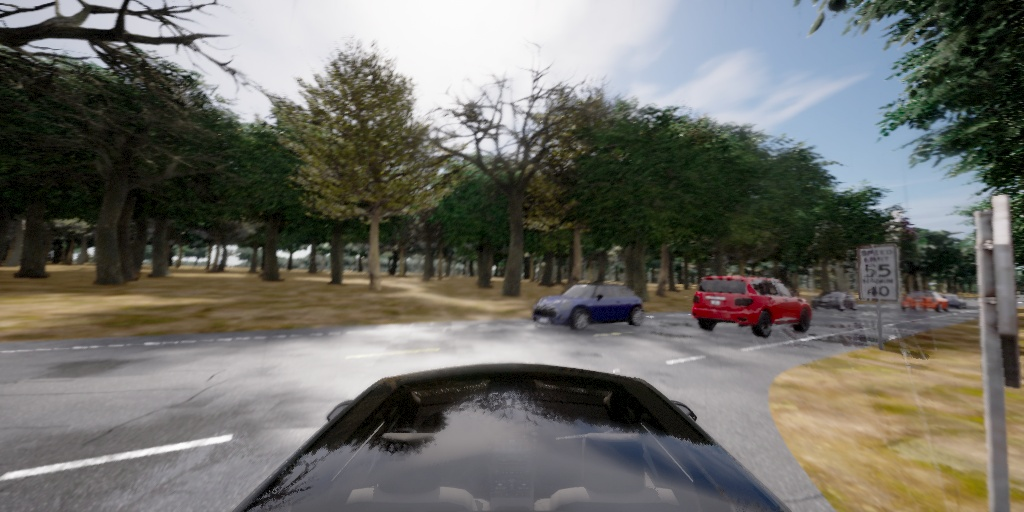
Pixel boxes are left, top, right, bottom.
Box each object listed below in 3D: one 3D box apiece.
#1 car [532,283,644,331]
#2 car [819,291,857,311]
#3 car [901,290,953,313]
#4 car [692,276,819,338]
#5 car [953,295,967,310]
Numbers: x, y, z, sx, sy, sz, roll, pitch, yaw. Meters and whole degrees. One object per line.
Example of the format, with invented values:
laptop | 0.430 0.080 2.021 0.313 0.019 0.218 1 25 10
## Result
car | 3.005 1.831 13.988 4.553 1.767 2.097 4 -5 -33
car | 25.558 3.531 28.475 4.892 1.490 1.837 4 -4 -33
car | 34.335 3.697 29.806 4.553 1.767 2.097 4 -5 -32
car | 9.200 1.840 13.702 5.566 2.045 2.150 4 -5 -33
car | 43.155 4.523 35.518 4.181 1.385 1.994 4 -5 -33
